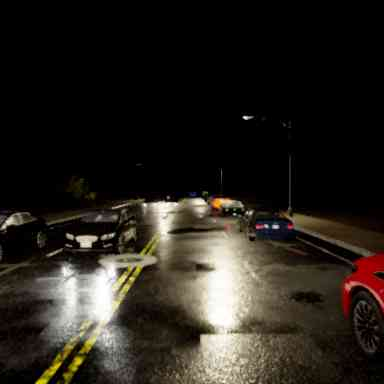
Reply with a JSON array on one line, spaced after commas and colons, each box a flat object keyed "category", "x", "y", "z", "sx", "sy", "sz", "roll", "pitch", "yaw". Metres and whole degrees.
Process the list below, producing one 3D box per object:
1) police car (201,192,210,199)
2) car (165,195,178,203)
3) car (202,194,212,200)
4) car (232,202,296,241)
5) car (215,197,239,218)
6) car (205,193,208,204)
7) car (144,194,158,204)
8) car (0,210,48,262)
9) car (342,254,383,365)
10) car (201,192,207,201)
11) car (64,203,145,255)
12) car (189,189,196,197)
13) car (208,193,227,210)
[{"category": "police car", "x": 3.273, "y": 0.772, "z": 82.655, "sx": 1.930, "sy": 1.638, "sz": 5.238, "roll": 0, "pitch": 0, "yaw": 0}, {"category": "car", "x": -3.300, "y": 1.134, "z": 54.855, "sx": 1.994, "sy": 1.385, "sz": 4.181, "roll": 0, "pitch": 1, "yaw": 0}, {"category": "car", "x": 3.270, "y": 1.037, "z": 71.576, "sx": 1.895, "sy": 1.301, "sz": 4.718, "roll": 0, "pitch": 0, "yaw": 0}, {"category": "car", "x": 3.353, "y": 1.424, "z": 15.863, "sx": 2.033, "sy": 1.411, "sz": 5.357, "roll": 0, "pitch": 0, "yaw": 0}, {"category": "car", "x": 3.258, "y": 1.387, "z": 27.578, "sx": 1.895, "sy": 1.301, "sz": 4.718, "roll": 0, "pitch": 0, "yaw": 0}, {"category": "car", "x": 3.264, "y": 1.139, "z": 49.547, "sx": 1.812, "sy": 1.442, "sz": 4.674, "roll": 0, "pitch": 0, "yaw": 0}, {"category": "car", "x": -6.556, "y": 1.087, "z": 53.443, "sx": 1.837, "sy": 1.490, "sz": 4.892, "roll": 0, "pitch": 0, "yaw": 0}, {"category": "car", "x": -6.597, "y": 1.405, "z": 11.193, "sx": 2.128, "sy": 1.511, "sz": 4.902, "roll": 0, "pitch": 0, "yaw": 0}, {"category": "car", "x": 3.361, "y": 1.193, "z": 2.656, "sx": 2.150, "sy": 2.045, "sz": 5.566, "roll": 0, "pitch": -1, "yaw": -1}, {"category": "car", "x": 3.267, "y": 0.957, "z": 60.545, "sx": 2.033, "sy": 1.649, "sz": 4.856, "roll": 0, "pitch": 0, "yaw": 0}, {"category": "car", "x": -3.347, "y": 1.391, "z": 12.964, "sx": 2.128, "sy": 1.511, "sz": 4.902, "roll": 0, "pitch": 0, "yaw": 0}, {"category": "car", "x": 0.026, "y": 0.617, "z": 90.956, "sx": 1.882, "sy": 1.535, "sz": 5.008, "roll": 0, "pitch": 0, "yaw": 0}, {"category": "car", "x": 3.261, "y": 1.053, "z": 38.516, "sx": 2.097, "sy": 1.767, "sz": 4.553, "roll": 0, "pitch": 0, "yaw": 0}]
